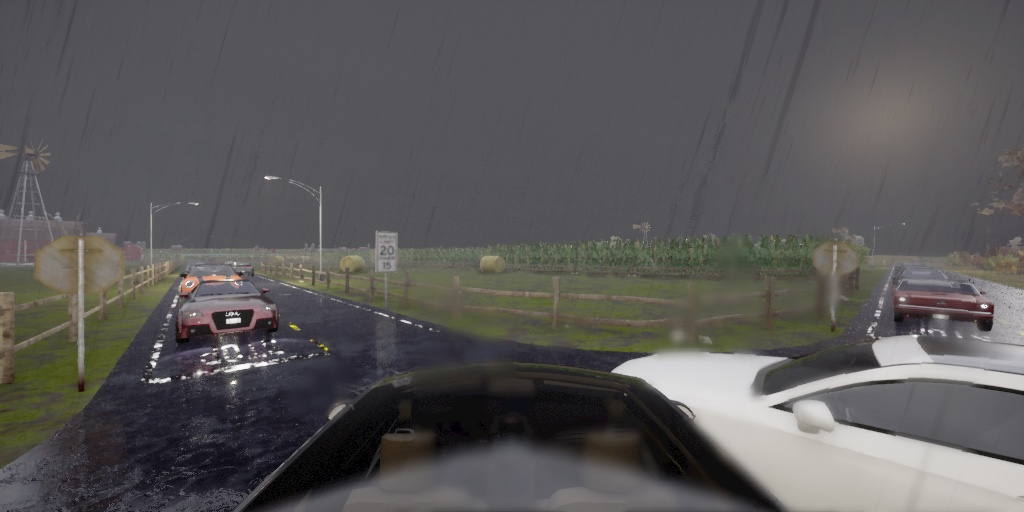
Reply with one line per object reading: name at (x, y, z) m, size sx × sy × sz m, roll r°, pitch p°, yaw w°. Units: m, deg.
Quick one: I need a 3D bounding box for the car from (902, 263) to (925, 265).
car at (27.349, 1.398, 24.255) m, size 4.181 × 1.385 × 1.994 m, roll 0°, pitch 1°, yaw -43°

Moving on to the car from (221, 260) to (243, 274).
car at (-33.704, 1.300, 43.131) m, size 1.837 × 1.490 × 4.892 m, roll 0°, pitch 0°, yaw -41°

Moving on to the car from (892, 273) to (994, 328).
car at (13.517, 1.397, 11.437) m, size 4.718 × 1.301 × 1.895 m, roll 0°, pitch 1°, yaw -43°

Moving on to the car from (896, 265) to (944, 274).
car at (20.594, 1.361, 18.000) m, size 5.357 × 1.411 × 2.033 m, roll 0°, pitch 1°, yaw -43°

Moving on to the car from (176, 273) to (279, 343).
car at (-7.941, 1.354, 9.961) m, size 1.994 × 1.385 × 4.181 m, roll 0°, pitch 0°, yaw -43°

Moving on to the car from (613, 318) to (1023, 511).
car at (2.838, 1.294, 2.375) m, size 1.812 × 1.442 × 4.674 m, roll 0°, pitch 1°, yaw -44°

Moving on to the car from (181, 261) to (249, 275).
car at (-13.718, 1.138, 16.444) m, size 2.097 × 1.767 × 4.553 m, roll 0°, pitch 0°, yaw -42°

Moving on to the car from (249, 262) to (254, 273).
car at (-26.983, 1.280, 35.673) m, size 2.128 × 1.511 × 4.902 m, roll 0°, pitch 0°, yaw -41°
